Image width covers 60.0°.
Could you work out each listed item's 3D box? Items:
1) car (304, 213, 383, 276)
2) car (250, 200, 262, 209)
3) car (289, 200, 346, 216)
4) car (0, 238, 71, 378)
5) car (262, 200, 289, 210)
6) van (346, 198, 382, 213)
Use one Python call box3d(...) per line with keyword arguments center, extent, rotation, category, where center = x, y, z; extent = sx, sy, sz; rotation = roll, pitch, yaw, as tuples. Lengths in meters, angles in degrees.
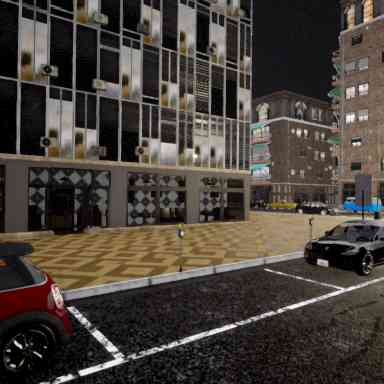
box3d(center=(5.358, 1.567, 10.372), extent=(4.313, 1.339, 1.947), rotation=(0, 1, -35), category="car")
box3d(center=(9.587, 1.865, 51.098), extent=(1.947, 1.339, 4.313), rotation=(0, -1, -35), category="car")
box3d(center=(12.198, 1.620, 32.647), extent=(2.008, 1.369, 4.403), rotation=(0, -1, -35), category="car")
box3d(center=(-3.717, 1.440, 3.897), extent=(4.097, 1.590, 1.967), rotation=(0, 1, -35), category="car")
box3d(center=(12.655, 1.788, 46.680), extent=(1.752, 1.417, 4.829), rotation=(0, -1, -35), category="car")
box3d(center=(19.085, 1.525, 37.426), extent=(1.690, 1.788, 3.998), rotation=(0, -1, -35), category="van")
